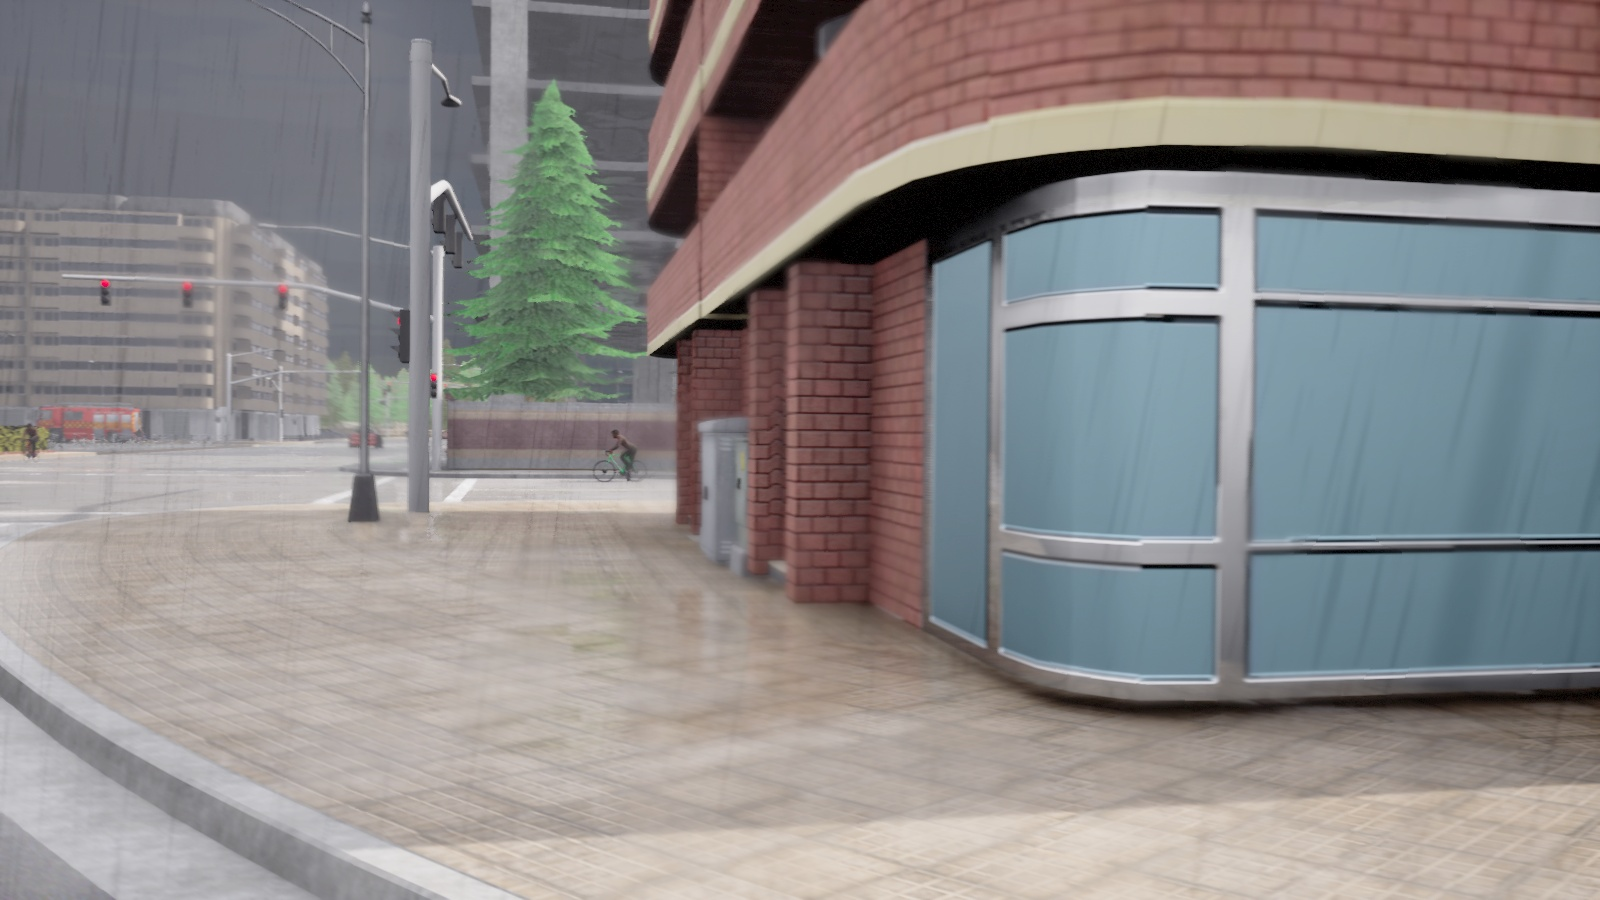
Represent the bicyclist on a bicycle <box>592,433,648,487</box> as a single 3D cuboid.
[{"bbox_3d":[-5.516,0.297,38.427,1.656,1.620,0.582,-1,1,-12],"label":"bicyclist on a bicycle"}]
